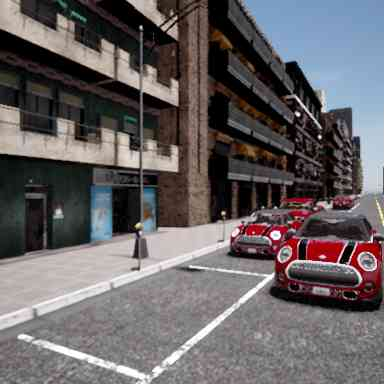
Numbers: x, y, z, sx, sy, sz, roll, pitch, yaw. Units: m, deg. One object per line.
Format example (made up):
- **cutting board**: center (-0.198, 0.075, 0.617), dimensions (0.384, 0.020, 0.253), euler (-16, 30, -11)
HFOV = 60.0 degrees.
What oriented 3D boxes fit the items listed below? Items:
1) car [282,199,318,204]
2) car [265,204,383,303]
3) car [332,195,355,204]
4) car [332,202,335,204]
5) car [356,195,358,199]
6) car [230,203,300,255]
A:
- **car**: center (5.665, 1.303, 17.803), dimensions (2.192, 1.841, 5.009), euler (0, 0, 29)
- **car**: center (3.623, 1.345, 8.439), dimensions (2.097, 1.767, 4.553), euler (0, 0, 30)
- **car**: center (19.193, 1.269, 42.526), dimensions (2.192, 1.841, 5.009), euler (0, 0, 29)
- **car**: center (8.370, 1.564, 22.749), dimensions (1.802, 1.307, 4.206), euler (0, 0, 29)
- **car**: center (24.604, 1.483, 52.415), dimensions (1.887, 1.381, 4.507), euler (0, 0, 29)
- **car**: center (2.959, 1.435, 12.859), dimensions (1.967, 1.590, 4.097), euler (0, 0, 29)
